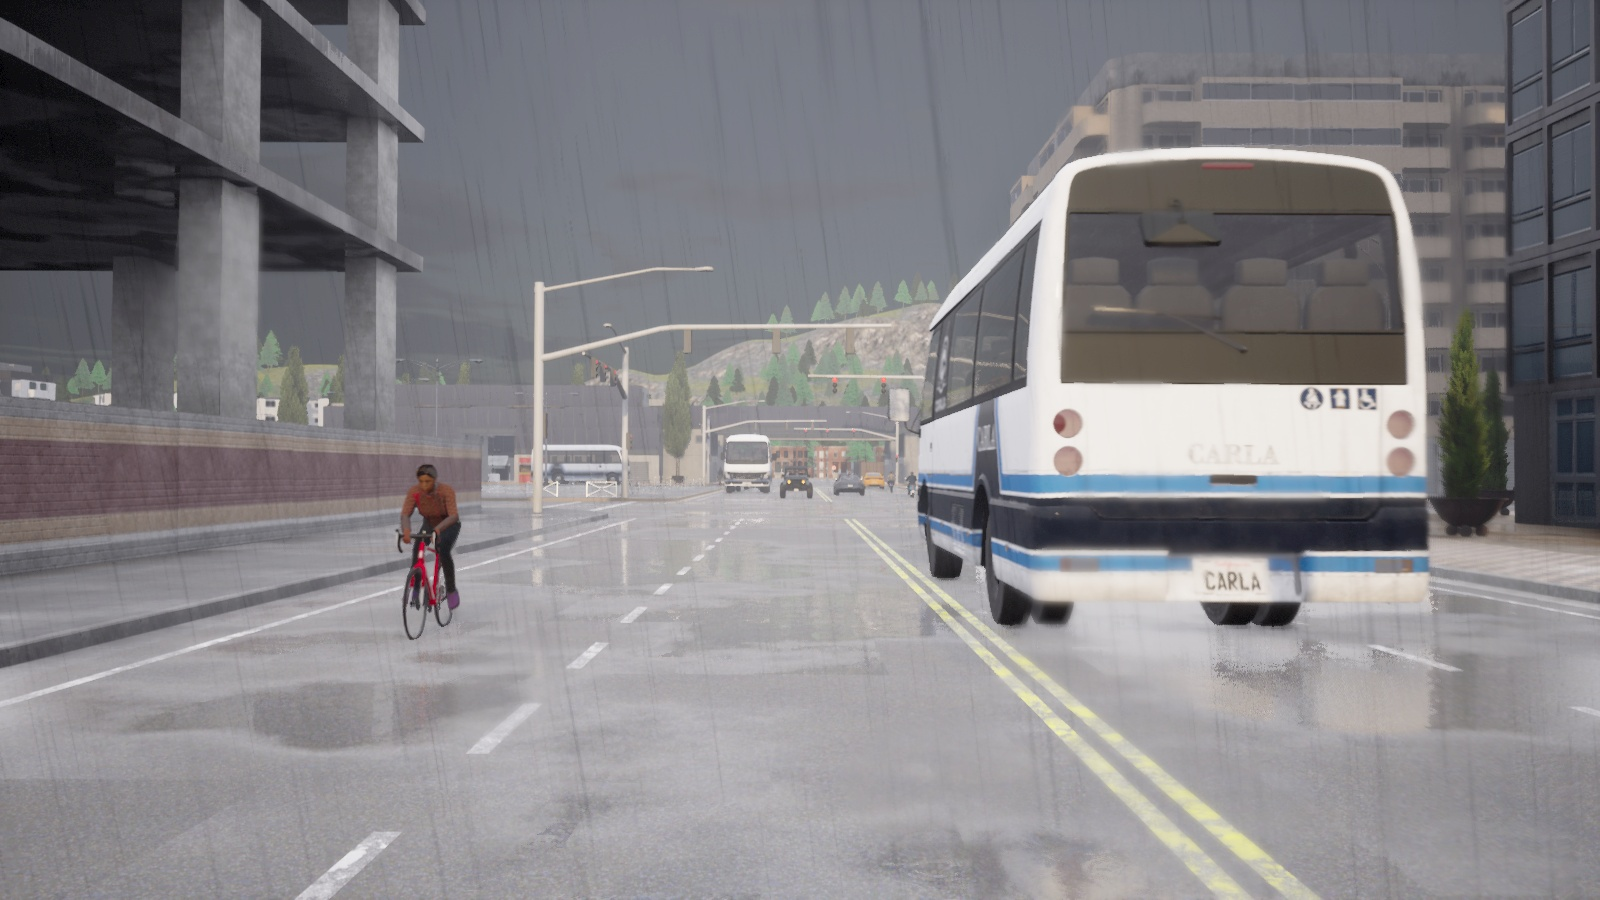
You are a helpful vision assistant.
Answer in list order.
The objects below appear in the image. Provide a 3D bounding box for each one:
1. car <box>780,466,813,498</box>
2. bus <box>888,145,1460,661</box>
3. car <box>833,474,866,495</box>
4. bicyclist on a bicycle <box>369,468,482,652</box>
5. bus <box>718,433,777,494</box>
[{"bbox_3d":[-0.204,1.870,74.108,1.905,1.878,3.866,0,-1,0],"label":"car"},{"bbox_3d":[3.451,-0.312,15.521,3.944,4.253,10.273,0,-1,0],"label":"bus"},{"bbox_3d":[3.271,2.287,83.685,1.994,1.385,4.181,0,-1,0],"label":"car"},{"bbox_3d":[-3.534,0.985,11.977,0.582,1.620,1.656,0,-1,0],"label":"bicyclist on a bicycle"},{"bbox_3d":[-3.760,1.030,92.861,3.944,4.253,10.273,0,-1,0],"label":"bus"}]
